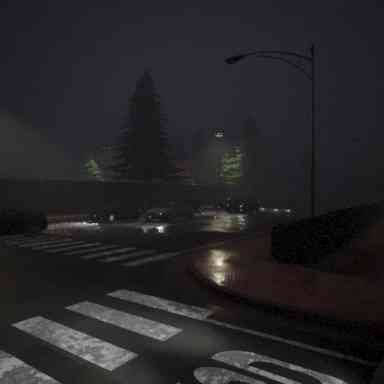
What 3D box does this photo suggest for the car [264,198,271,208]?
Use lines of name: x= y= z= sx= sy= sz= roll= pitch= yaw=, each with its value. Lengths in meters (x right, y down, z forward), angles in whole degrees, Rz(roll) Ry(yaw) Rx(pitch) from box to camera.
car: x=10.578 y=1.564 z=47.923 sx=1.994 sy=1.385 sz=4.181 roll=0 pitch=0 yaw=38

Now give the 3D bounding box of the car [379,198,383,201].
car: x=30.616 y=1.526 z=51.277 sx=4.674 sy=1.442 sz=1.812 roll=0 pitch=0 yaw=-30

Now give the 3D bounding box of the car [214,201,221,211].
car: x=4.513 y=1.491 z=40.027 sx=2.128 sy=1.511 sz=4.902 roll=0 pitch=0 yaw=37

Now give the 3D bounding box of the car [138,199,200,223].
car: x=-1.644 y=1.525 z=25.741 sx=1.812 sy=1.442 sz=4.674 roll=0 pitch=0 yaw=36

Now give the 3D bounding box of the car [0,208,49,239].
car: x=-9.195 y=1.493 z=15.397 sx=2.128 sy=1.511 sz=4.902 roll=0 pitch=0 yaw=36

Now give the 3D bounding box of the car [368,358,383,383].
car: x=3.468 y=1.601 z=1.553 sx=4.718 sy=1.301 sz=1.895 roll=0 pitch=0 yaw=37

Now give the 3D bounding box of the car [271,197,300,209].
car: x=13.202 y=1.477 z=45.615 sx=1.882 sy=1.535 sz=5.008 roll=0 pitch=0 yaw=39

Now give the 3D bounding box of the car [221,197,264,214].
car: x=5.457 y=1.351 z=35.418 sx=2.097 sy=1.767 sz=4.553 roll=0 pitch=0 yaw=37

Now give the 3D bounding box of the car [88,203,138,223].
car: x=-5.914 y=1.564 z=25.830 sx=1.994 sy=1.385 sz=4.181 roll=0 pitch=0 yaw=36

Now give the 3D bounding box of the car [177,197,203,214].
car: x=-0.880 y=1.352 z=32.713 sx=2.097 sy=1.767 sz=4.553 roll=0 pitch=0 yaw=36
